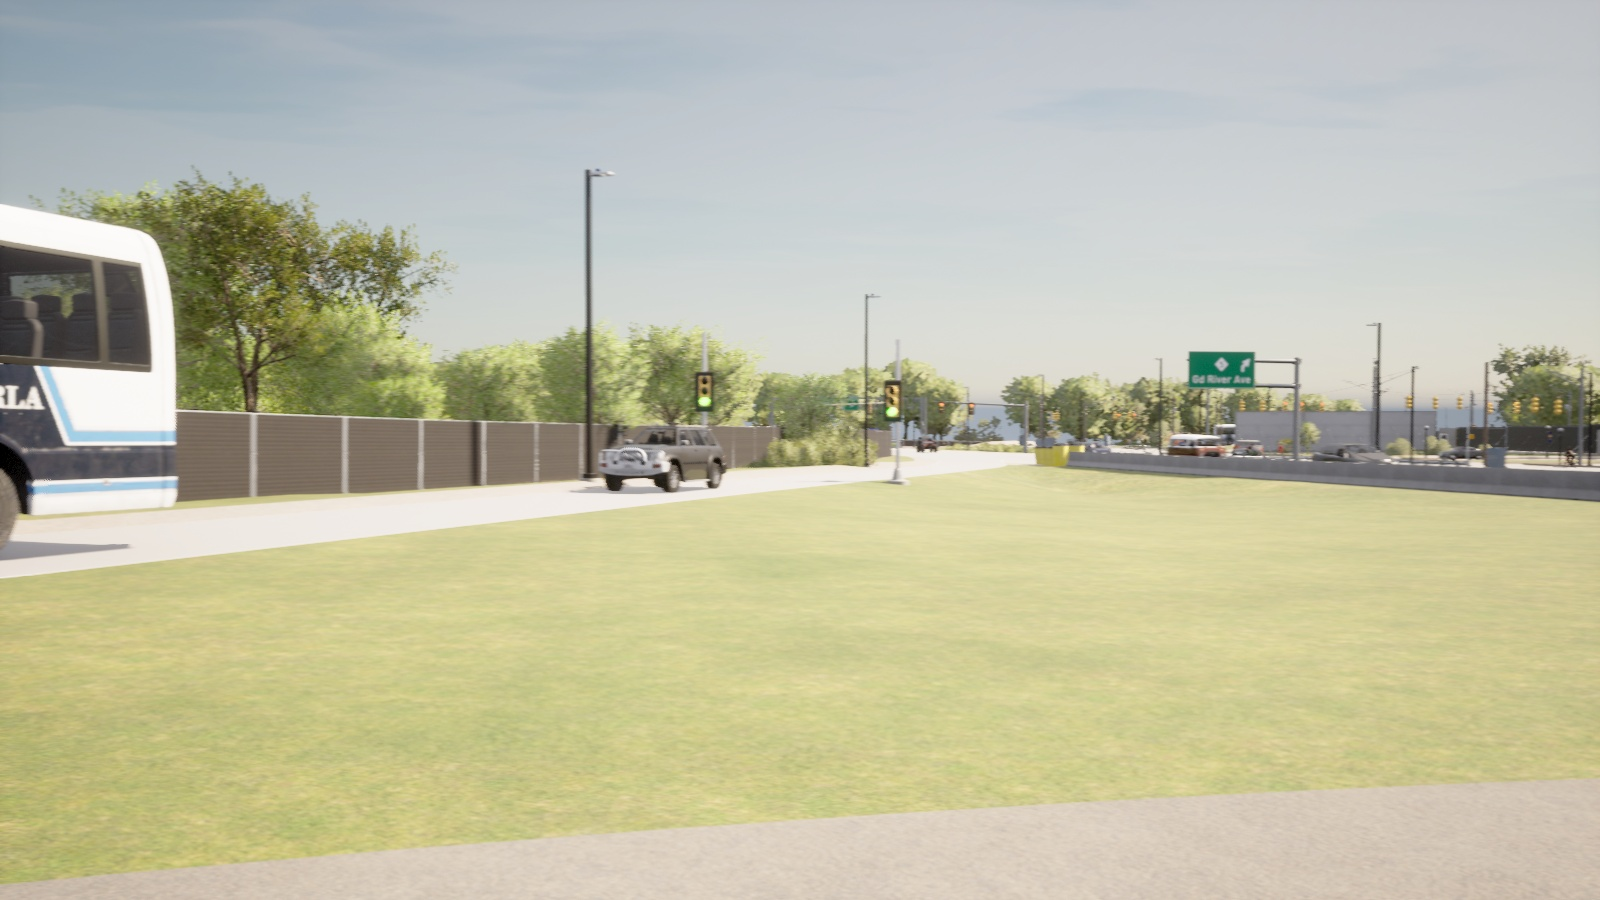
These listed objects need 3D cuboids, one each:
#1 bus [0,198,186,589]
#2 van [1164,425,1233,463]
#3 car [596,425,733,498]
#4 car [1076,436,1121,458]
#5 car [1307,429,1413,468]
[{"bbox_3d":[-11.417,-0.565,11.819,3.944,4.253,10.273,0,1,19],"label":"bus"},{"bbox_3d":[23.022,-0.363,72.692,2.069,2.038,4.480,-1,1,-8],"label":"van"},{"bbox_3d":[-3.612,0.266,34.376,1.932,1.855,4.605,0,1,19],"label":"car"},{"bbox_3d":[20.886,-0.224,88.065,1.845,1.501,3.633,-1,1,-8],"label":"car"},{"bbox_3d":[25.240,-0.091,56.817,2.242,1.667,4.611,-1,1,-8],"label":"car"}]
